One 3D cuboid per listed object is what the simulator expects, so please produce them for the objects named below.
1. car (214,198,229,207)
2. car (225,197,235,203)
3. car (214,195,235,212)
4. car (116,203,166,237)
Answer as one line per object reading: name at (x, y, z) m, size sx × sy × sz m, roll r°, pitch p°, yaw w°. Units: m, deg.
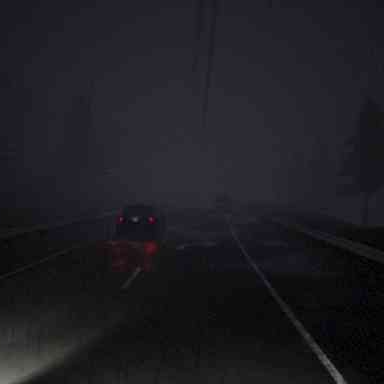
car at (5.279, 1.850, 58.365) m, size 2.033 × 1.411 × 5.357 m, roll 0°, pitch 0°, yaw 11°
car at (8.480, 1.835, 74.466) m, size 1.895 × 1.301 × 4.718 m, roll 0°, pitch 0°, yaw 12°
car at (3.991, 1.442, 41.815) m, size 2.150 × 2.045 × 5.566 m, roll 0°, pitch 0°, yaw 7°
car at (-2.751, 1.448, 18.997) m, size 2.097 × 1.767 × 4.553 m, roll 0°, pitch 0°, yaw 3°
